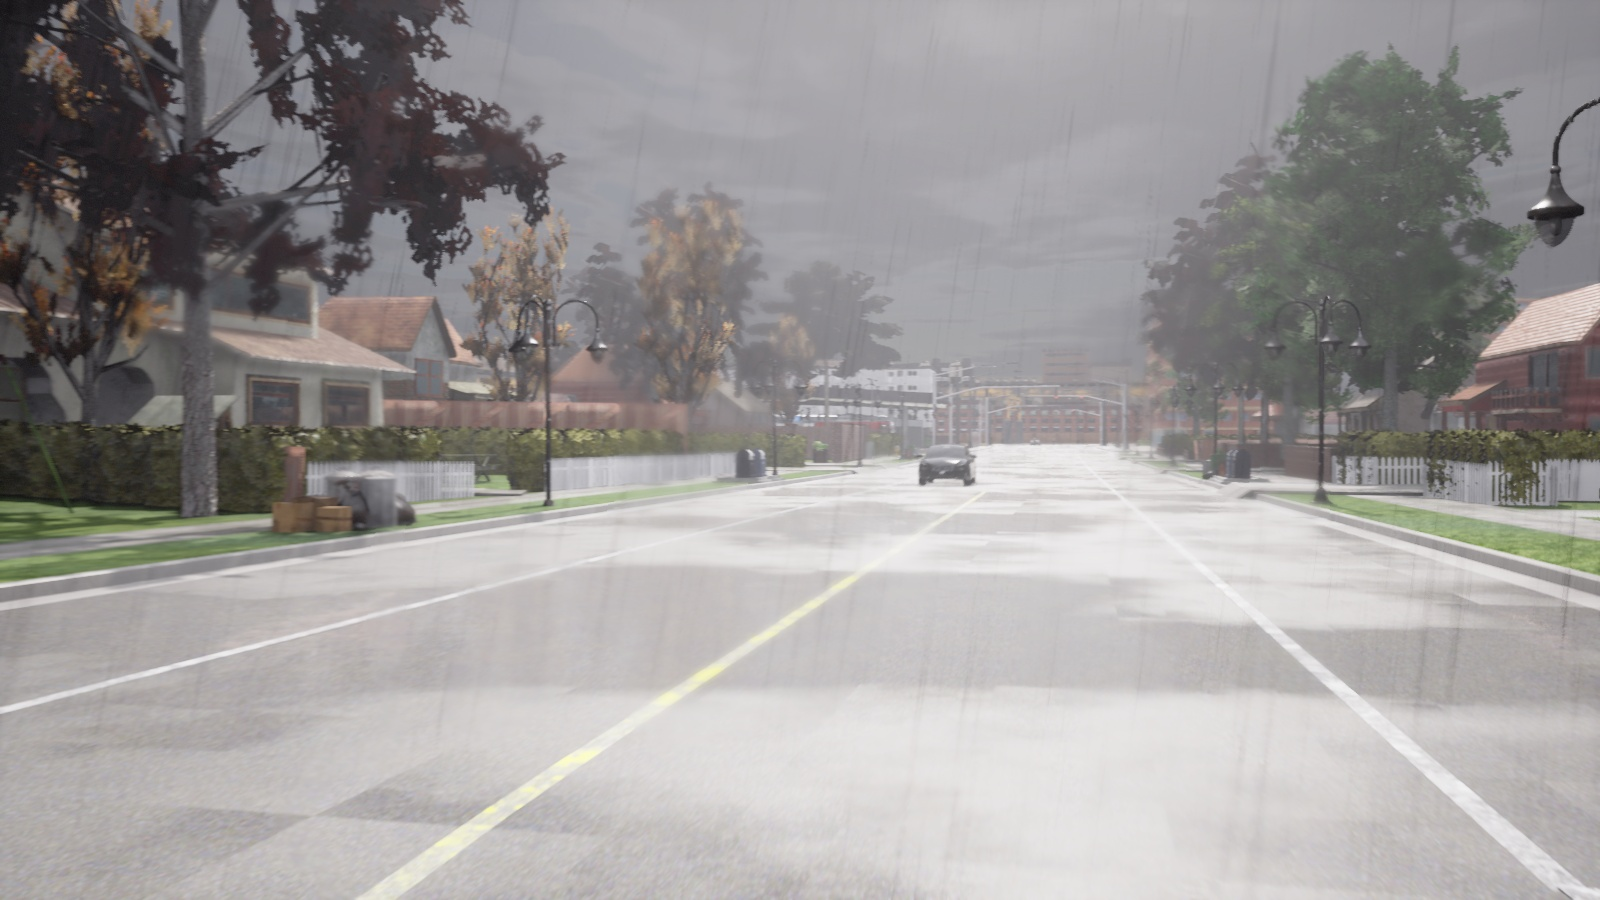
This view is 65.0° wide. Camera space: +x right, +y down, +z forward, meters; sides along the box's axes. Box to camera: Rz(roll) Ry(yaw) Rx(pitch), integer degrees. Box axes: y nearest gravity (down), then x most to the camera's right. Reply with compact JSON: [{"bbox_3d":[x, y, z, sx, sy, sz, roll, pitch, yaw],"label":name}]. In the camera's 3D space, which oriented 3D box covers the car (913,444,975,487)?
[{"bbox_3d":[5.337,0.538,46.126,1.837,1.490,4.892,0,0,11],"label":"car"}]
